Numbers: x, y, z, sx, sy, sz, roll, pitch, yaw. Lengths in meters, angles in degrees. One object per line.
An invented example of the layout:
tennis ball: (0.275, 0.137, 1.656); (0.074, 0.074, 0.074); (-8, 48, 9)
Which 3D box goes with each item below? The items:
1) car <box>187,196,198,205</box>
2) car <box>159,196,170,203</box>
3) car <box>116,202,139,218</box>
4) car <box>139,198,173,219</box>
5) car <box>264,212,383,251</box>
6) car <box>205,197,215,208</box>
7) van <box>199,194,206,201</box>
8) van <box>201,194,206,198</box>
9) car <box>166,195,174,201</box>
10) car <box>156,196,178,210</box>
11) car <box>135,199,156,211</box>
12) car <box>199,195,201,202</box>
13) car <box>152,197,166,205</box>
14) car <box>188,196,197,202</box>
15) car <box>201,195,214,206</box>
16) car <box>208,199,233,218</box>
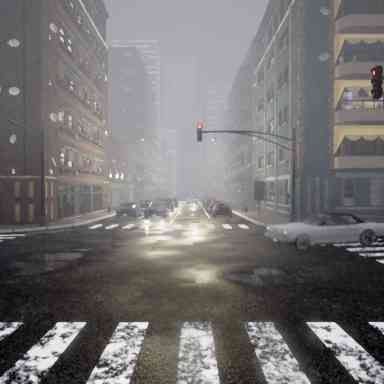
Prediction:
car: (0.032, 1.542, 59.711); (1.812, 1.442, 4.674); (0, 0, 0)
car: (-5.660, 1.604, 68.935); (1.802, 1.307, 4.206); (0, 0, 0)
car: (-5.680, 1.568, 30.270); (1.947, 1.339, 4.313); (0, 0, 0)
car: (-3.085, 1.549, 29.776); (2.033, 1.411, 5.357); (0, 0, 0)
car: (5.481, 1.551, 13.831); (4.718, 1.301, 1.895); (-2, 0, -13)
car: (2.704, 1.570, 35.777); (1.947, 1.339, 4.313); (0, 0, 0)
van: (2.728, 1.377, 85.489); (1.690, 1.788, 3.998); (-1, 0, 0)
van: (2.711, 1.353, 52.347); (1.690, 1.788, 3.998); (0, 0, 0)
car: (-5.652, 1.561, 85.335); (1.752, 1.417, 4.829); (0, 0, 0)
car: (-3.076, 1.510, 39.895); (1.837, 1.490, 4.892); (0, 0, 0)
car: (-5.674, 1.572, 41.317); (1.947, 1.339, 4.313); (0, 0, 0)
car: (2.715, 1.581, 57.871); (1.947, 1.339, 4.313); (0, 0, 0)
car: (-5.666, 1.560, 57.888); (1.887, 1.381, 4.507); (0, 0, 0)
car: (0.038, 1.451, 69.746); (1.895, 1.301, 4.718); (0, 0, 0)
car: (2.709, 1.554, 46.824); (1.887, 1.381, 4.507); (0, 0, 0)
car: (2.701, 1.584, 30.254); (1.802, 1.307, 4.206); (0, 0, 0)
